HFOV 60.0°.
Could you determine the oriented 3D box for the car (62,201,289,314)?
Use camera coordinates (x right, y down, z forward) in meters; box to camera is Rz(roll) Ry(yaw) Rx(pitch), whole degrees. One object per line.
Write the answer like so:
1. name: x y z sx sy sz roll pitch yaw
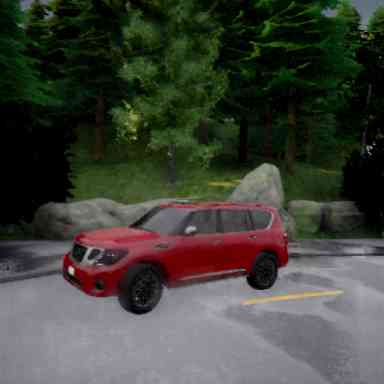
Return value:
1. car: -0.049 1.244 7.927 5.566 2.045 2.150 3 -1 -36
